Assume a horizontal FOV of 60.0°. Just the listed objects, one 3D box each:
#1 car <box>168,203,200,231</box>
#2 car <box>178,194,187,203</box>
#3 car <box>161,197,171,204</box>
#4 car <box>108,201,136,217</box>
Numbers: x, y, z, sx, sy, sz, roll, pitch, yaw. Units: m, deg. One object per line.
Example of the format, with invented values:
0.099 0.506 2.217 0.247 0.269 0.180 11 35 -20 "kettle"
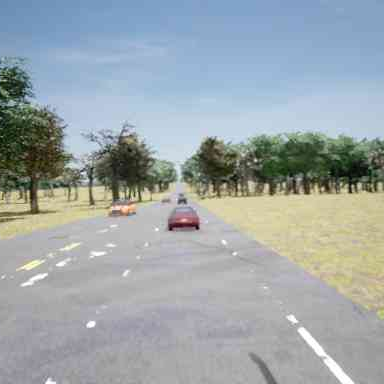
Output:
-0.545 1.661 21.846 1.994 1.385 4.181 -2 0 -2 "car"
-1.953 1.701 66.920 1.837 1.490 4.892 -2 0 -2 "car"
-5.666 1.851 73.744 1.994 1.385 4.181 -2 0 -2 "car"
-7.618 1.752 36.402 2.097 1.767 4.553 -2 0 2 "car"
